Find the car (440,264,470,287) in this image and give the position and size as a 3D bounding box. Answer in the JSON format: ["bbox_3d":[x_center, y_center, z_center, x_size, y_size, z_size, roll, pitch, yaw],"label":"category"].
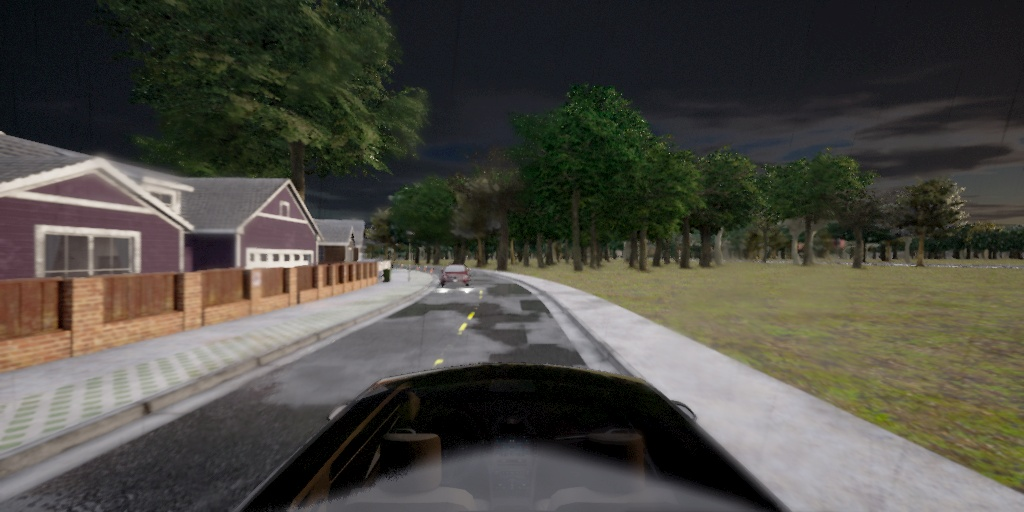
[{"bbox_3d":[-3.897,1.291,24.730,1.812,1.442,4.674,0,0,-9],"label":"car"}]

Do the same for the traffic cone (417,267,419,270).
[{"bbox_3d":[-14.005,1.764,53.458,0.340,0.580,0.340,0,0,-28],"label":"traffic cone"}]

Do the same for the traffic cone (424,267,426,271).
[{"bbox_3d":[-11.865,1.750,49.090,0.340,0.580,0.340,0,0,-25],"label":"traffic cone"}]

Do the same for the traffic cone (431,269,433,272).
[{"bbox_3d":[-9.967,1.739,44.612,0.340,0.580,0.340,0,0,-21],"label":"traffic cone"}]

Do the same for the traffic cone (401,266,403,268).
[{"bbox_3d":[-18.985,1.792,61.810,0.340,0.580,0.340,0,0,-34],"label":"traffic cone"}]
